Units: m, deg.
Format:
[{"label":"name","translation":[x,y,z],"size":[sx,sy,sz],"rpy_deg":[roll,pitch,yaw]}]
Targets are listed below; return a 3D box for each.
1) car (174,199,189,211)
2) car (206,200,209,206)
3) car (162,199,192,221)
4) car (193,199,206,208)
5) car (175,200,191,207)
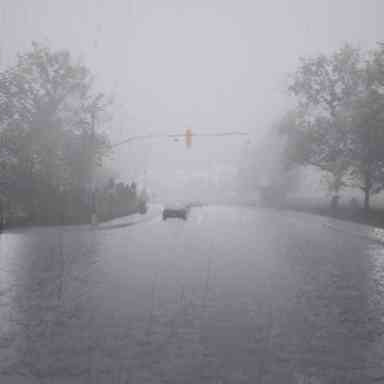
[{"label":"car","translation":[-1.600,1.827,48.152],"size":[1.837,1.490,4.892],"rpy_deg":[-1,-1,-5]},{"label":"car","translation":[1.924,2.167,68.264],"size":[2.128,1.511,4.902],"rpy_deg":[-1,-1,-17]},{"label":"car","translation":[-1.297,1.494,27.944],"size":[1.882,1.535,5.008],"rpy_deg":[-1,0,2]},{"label":"car","translation":[0.555,2.110,59.091],"size":[1.895,1.301,4.718],"rpy_deg":[-1,-1,-14]},{"label":"car","translation":[-1.853,2.322,68.671],"size":[1.895,1.301,4.718],"rpy_deg":[-1,-1,-20]}]
